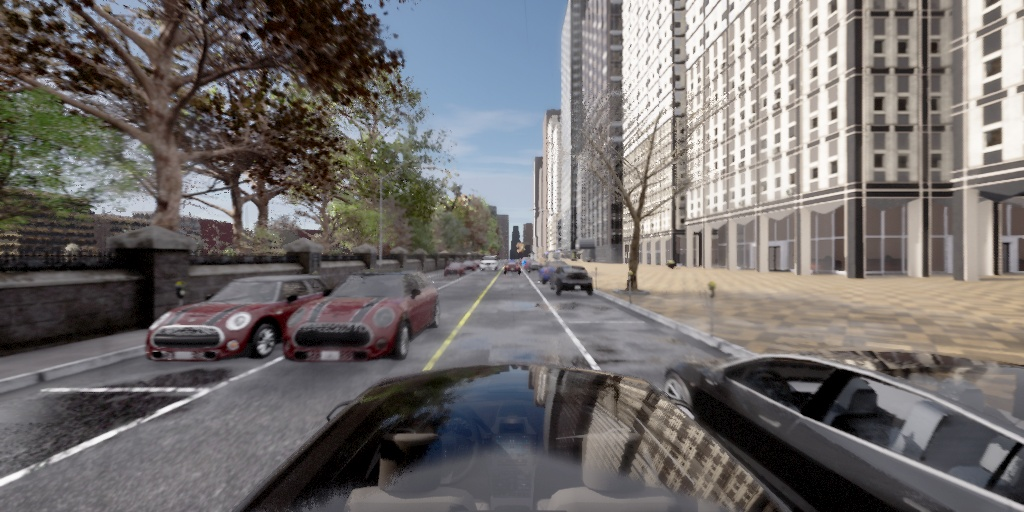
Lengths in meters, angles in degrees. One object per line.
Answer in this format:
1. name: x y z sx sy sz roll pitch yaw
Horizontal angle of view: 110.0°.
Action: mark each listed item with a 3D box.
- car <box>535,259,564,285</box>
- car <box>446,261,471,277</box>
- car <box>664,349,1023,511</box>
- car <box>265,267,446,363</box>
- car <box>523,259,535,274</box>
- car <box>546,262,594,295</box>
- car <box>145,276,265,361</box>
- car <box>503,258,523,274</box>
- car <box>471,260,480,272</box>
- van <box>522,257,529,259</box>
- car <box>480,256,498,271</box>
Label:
1. car: 3.120 1.112 26.577 2.097 1.767 4.553 0 0 0
2. car: -5.683 1.312 36.355 1.888 1.381 4.507 0 0 0
3. car: 2.689 1.316 2.560 1.948 1.339 4.313 0 0 0
4. car: -3.086 1.103 8.348 2.097 1.767 4.553 0 0 0
5. car: 2.699 1.321 41.985 2.007 1.370 4.403 0 0 0
6. car: 3.150 1.259 19.607 1.837 1.490 4.892 0 0 0
7. car: -5.689 1.191 8.195 1.967 1.591 4.097 0 0 0
8. car: 0.062 1.297 41.481 1.812 1.442 4.674 0 -1 1
9. car: -5.679 1.321 47.620 1.888 1.381 4.507 0 0 0
10. van: 2.705 1.138 64.515 1.690 1.789 3.998 0 0 0
11. car: -3.068 0.998 48.627 2.150 2.045 5.566 0 0 0
